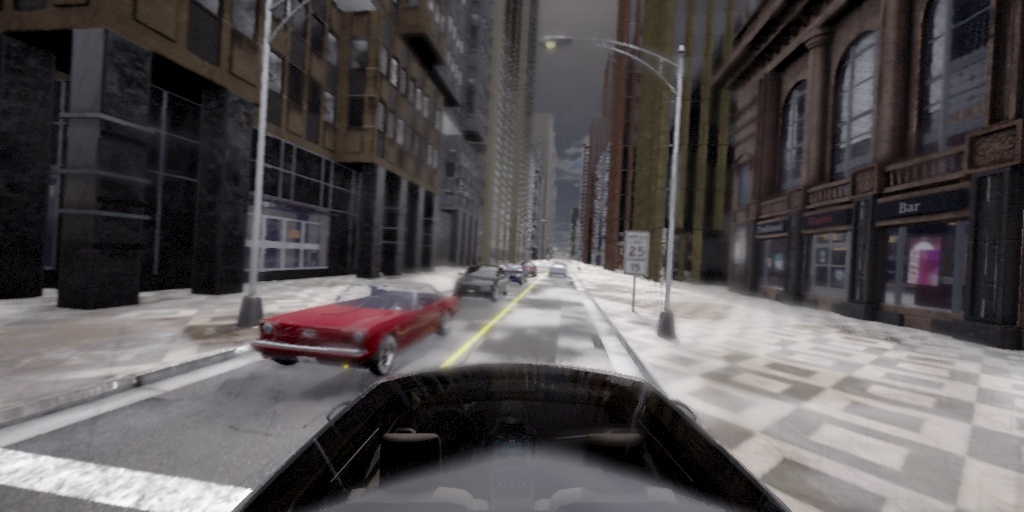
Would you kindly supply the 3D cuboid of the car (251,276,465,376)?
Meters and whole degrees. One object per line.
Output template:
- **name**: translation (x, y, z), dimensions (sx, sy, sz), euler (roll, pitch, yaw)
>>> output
- **car**: translation (-2.607, 1.197, 7.311), dimensions (1.895, 1.301, 4.718), euler (3, 0, 8)

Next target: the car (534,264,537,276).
- **car**: translation (1.538, 1.306, 36.316), dimensions (1.812, 1.442, 4.674), euler (3, 0, 9)

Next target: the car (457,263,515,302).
- **car**: translation (-1.285, 1.160, 16.653), dimensions (1.837, 1.490, 4.892), euler (3, 0, 8)

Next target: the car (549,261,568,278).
- **car**: translation (4.874, 1.510, 37.715), dimensions (2.033, 1.411, 5.357), euler (3, 0, 9)

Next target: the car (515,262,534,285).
- **car**: translation (0.108, 1.265, 26.443), dimensions (2.033, 1.411, 5.357), euler (3, 0, 8)
